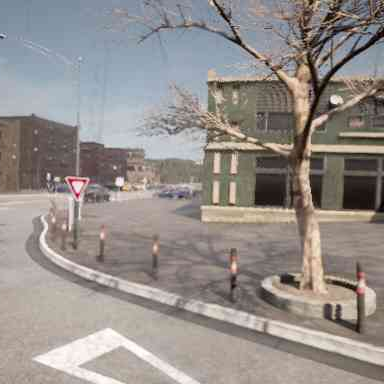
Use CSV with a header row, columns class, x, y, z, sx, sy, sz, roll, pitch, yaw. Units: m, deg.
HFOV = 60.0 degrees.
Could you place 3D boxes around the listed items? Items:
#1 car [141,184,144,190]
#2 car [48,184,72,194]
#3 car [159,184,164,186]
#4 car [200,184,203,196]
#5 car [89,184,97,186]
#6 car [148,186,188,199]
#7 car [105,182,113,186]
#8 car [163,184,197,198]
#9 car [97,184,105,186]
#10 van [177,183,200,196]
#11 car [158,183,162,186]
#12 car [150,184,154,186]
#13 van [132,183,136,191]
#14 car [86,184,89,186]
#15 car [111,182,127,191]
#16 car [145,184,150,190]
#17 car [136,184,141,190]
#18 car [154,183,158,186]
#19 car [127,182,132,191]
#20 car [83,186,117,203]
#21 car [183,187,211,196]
class,x,y,z,sx,sy,sz,roll,pitch,yaw
car,-14.973,-1.348,83.577,4.553,1.767,2.185,2,2,16
car,-22.401,-0.672,57.024,4.553,1.767,2.185,2,2,16
car,-4.961,-0.486,73.126,2.033,1.411,5.357,2,2,16
car,0.235,-0.153,63.058,4.553,1.767,2.185,2,2,16
car,-20.936,-0.631,62.347,4.674,1.452,2.002,2,2,16
car,-3.579,0.312,49.823,4.792,1.488,2.163,2,2,16
car,-19.445,-0.800,67.659,4.892,1.521,2.231,2,2,16
car,-2.036,0.048,55.031,4.553,1.767,2.185,2,2,16
car,-20.154,-0.859,64.987,4.553,1.767,2.185,2,2,16
van,-1.384,-0.122,57.865,4.442,1.987,1.878,2,2,16
car,-11.947,-1.485,94.183,4.892,1.521,2.231,2,2,16
car,-13.416,-1.480,88.866,4.553,1.767,2.185,2,2,16
van,-16.325,-1.303,78.228,4.442,1.987,1.878,2,2,16
car,-21.690,-0.607,59.696,5.008,1.535,2.097,2,2,16
car,-17.961,-1.194,72.960,5.566,2.045,2.435,2,2,16
car,-14.224,-1.415,86.230,4.553,1.767,2.185,2,2,16
car,-15.701,-1.152,80.922,5.008,1.535,2.097,2,2,16
car,-12.695,-1.420,91.530,4.892,1.521,2.231,2,2,16
car,-17.014,-1.008,75.564,5.366,1.575,1.946,2,2,16
car,-10.814,0.408,38.597,1.837,1.490,4.892,2,2,9
car,0.987,-0.105,65.865,5.008,1.535,2.097,2,2,16
